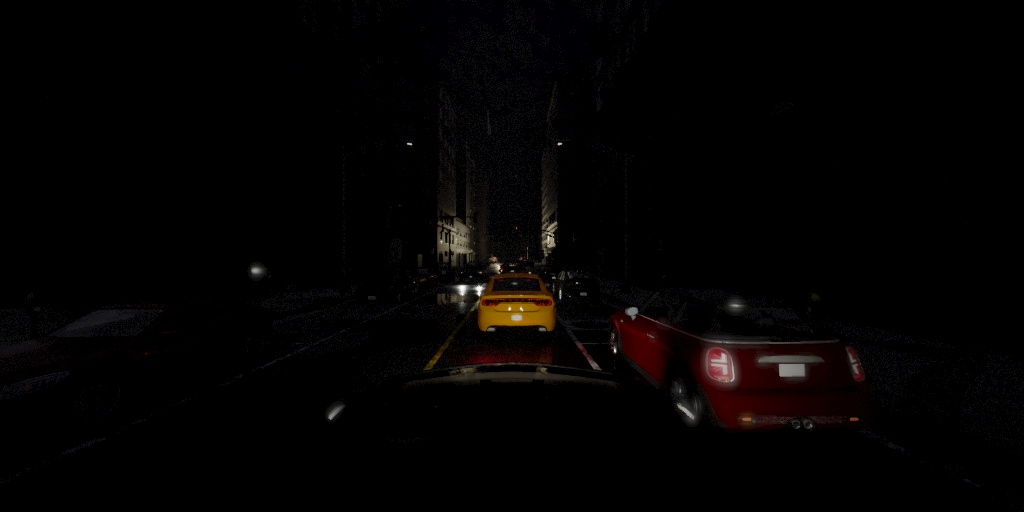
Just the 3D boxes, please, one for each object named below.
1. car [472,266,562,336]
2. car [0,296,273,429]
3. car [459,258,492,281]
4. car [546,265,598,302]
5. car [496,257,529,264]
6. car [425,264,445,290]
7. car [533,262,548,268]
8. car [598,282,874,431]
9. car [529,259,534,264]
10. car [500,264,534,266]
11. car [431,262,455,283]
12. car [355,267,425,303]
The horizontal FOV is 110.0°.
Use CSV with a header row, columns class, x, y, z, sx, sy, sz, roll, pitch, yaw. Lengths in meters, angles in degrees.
class,x,y,z,sx,sy,sz,roll,pitch,yaw
car,0.114,1.228,10.487,1.882,1.535,5.008,0,0,0
car,-5.661,1.332,5.616,1.802,1.307,4.207,0,0,0
car,-2.949,1.099,28.389,2.033,1.411,5.357,0,0,0
car,2.885,1.301,16.601,2.007,1.370,4.403,0,0,0
car,0.081,1.105,28.207,2.097,1.767,4.553,0,0,1
car,-5.630,1.334,22.119,1.802,1.307,4.207,0,0,0
car,2.907,1.319,27.604,1.948,1.339,4.313,0,0,0
car,2.864,1.190,5.599,1.967,1.591,4.097,0,0,0
car,3.013,1.232,64.693,1.967,1.591,4.097,0,0,0
car,0.135,1.315,19.475,1.994,1.385,4.181,0,0,0
car,-5.619,1.193,27.621,1.967,1.591,4.097,0,0,0
car,-5.640,1.317,16.618,1.948,1.339,4.313,0,0,0
